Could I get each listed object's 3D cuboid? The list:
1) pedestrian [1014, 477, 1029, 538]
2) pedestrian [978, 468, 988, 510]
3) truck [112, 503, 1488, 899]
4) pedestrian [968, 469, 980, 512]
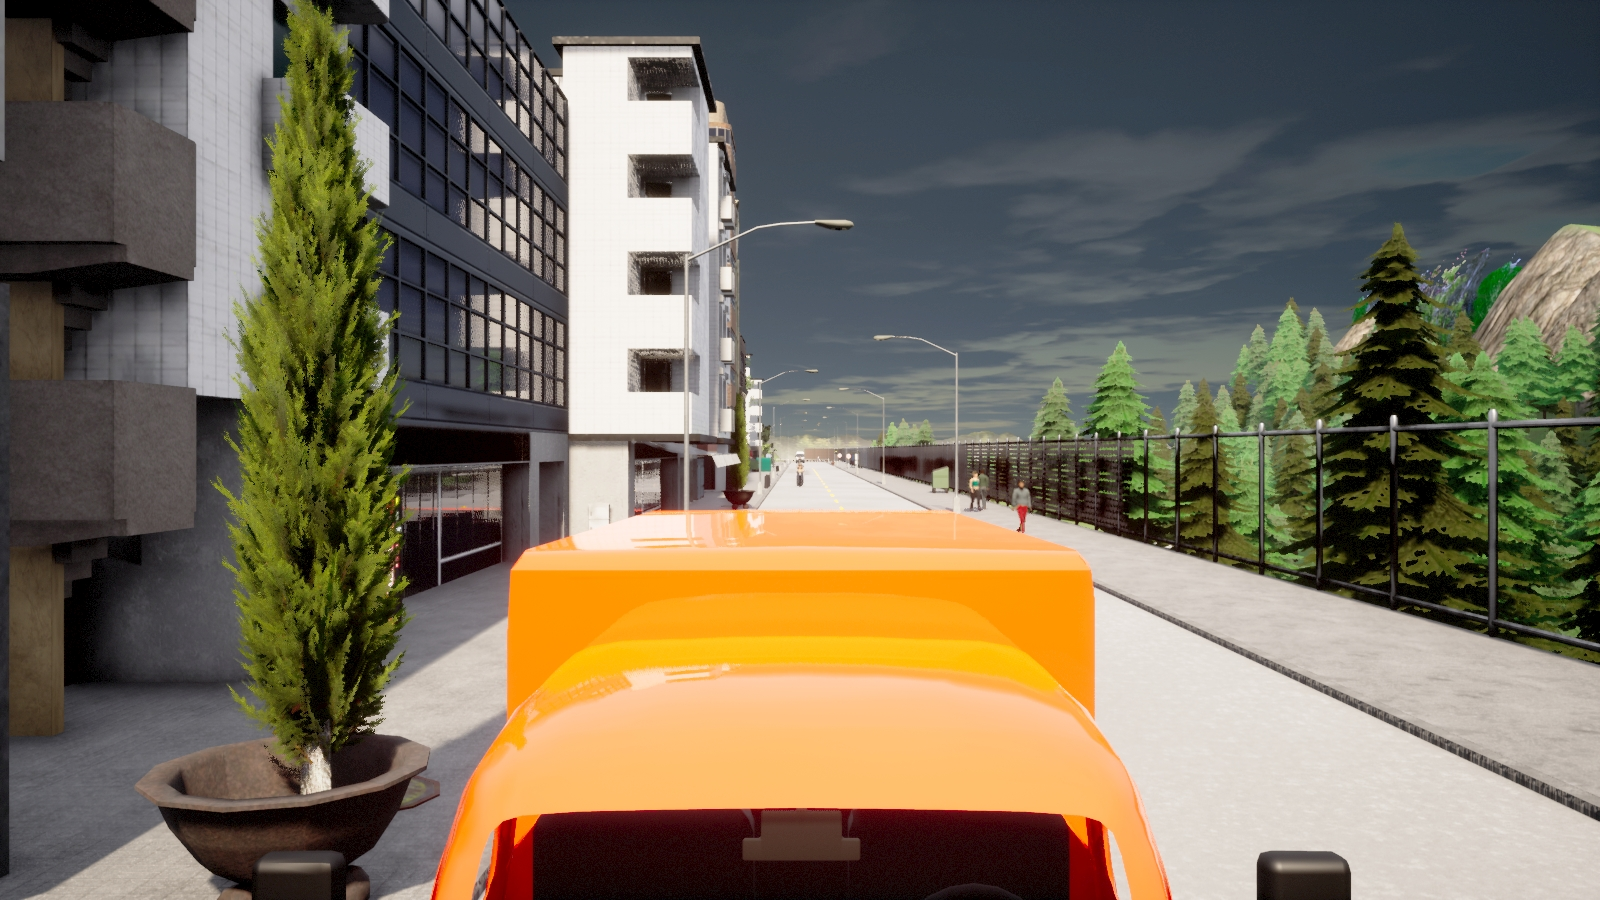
[{"bbox_3d":[6.785,1.759,35.058,0.375,1.860,0.375,0,0,-2],"label":"pedestrian"},{"bbox_3d":[8.290,1.765,51.740,0.375,1.860,0.375,0,0,1],"label":"pedestrian"},{"bbox_3d":[0.000,1.571,4.781,2.627,2.467,5.204,0,0,0],"label":"truck"},{"bbox_3d":[7.572,1.765,49.649,0.375,1.860,0.375,0,0,-17],"label":"pedestrian"}]
